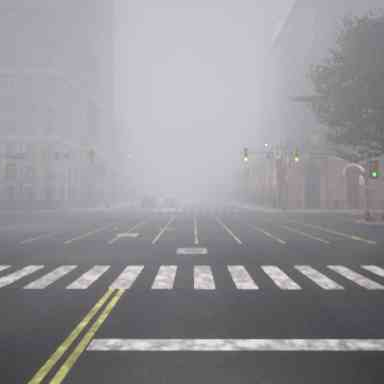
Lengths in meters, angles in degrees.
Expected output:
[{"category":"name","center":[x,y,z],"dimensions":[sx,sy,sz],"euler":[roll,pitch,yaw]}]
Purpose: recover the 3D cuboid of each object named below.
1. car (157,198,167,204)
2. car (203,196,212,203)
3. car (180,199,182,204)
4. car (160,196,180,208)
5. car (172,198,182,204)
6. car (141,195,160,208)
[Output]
[{"category":"car","center":[-6.883,1.985,75.983],"dimensions":[1.895,1.301,4.718],"euler":[0,0,1]},{"category":"car","center":[3.639,1.756,78.070],"dimensions":[2.097,1.767,4.553],"euler":[0,0,1]},{"category":"car","center":[-3.530,1.883,65.228],"dimensions":[2.033,1.411,5.357],"euler":[0,0,1]},{"category":"car","center":[-3.613,1.776,55.256],"dimensions":[2.128,1.511,4.902],"euler":[0,0,0]},{"category":"car","center":[-3.387,1.983,75.535],"dimensions":[1.895,1.301,4.718],"euler":[0,0,1]},{"category":"car","center":[-7.116,1.507,55.533],"dimensions":[2.150,2.045,5.566],"euler":[0,0,0]}]
